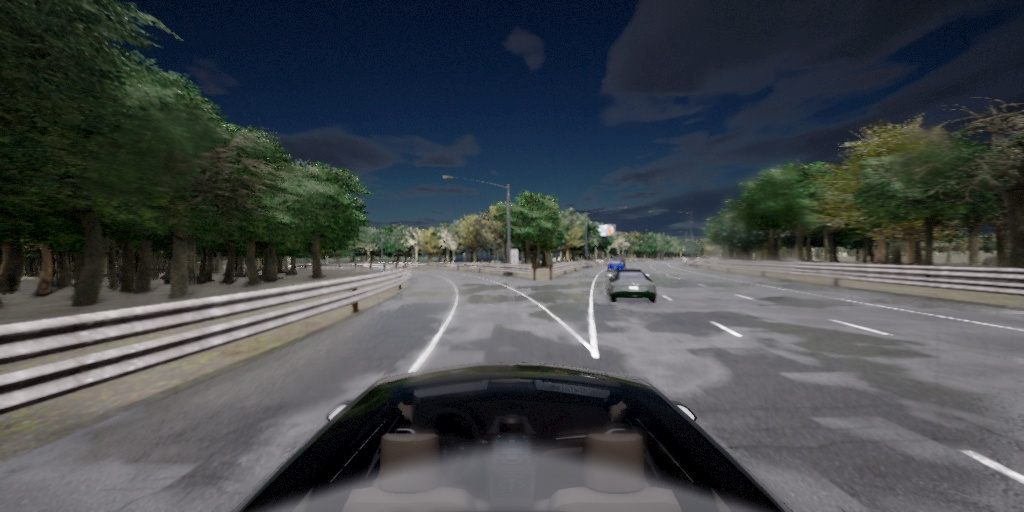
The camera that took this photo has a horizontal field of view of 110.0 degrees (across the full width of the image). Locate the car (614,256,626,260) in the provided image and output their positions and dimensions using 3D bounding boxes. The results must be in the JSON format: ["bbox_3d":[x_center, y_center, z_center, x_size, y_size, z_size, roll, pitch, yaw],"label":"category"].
[{"bbox_3d":[18.520,1.048,62.349,2.150,2.045,5.566,-1,-1,20],"label":"car"}]

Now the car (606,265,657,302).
[{"bbox_3d":[5.551,1.313,17.031,1.994,1.385,4.181,-1,0,13],"label":"car"}]

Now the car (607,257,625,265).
[{"bbox_3d":[13.472,1.271,46.818,1.882,1.535,5.008,-1,0,17],"label":"car"}]
